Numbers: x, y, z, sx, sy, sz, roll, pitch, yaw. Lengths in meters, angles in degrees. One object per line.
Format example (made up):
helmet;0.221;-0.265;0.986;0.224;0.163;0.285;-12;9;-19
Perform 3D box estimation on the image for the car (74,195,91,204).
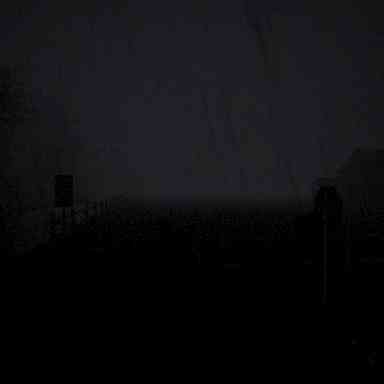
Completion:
car;-16.534;1.108;50.390;1.994;1.385;4.181;0;1;-9
